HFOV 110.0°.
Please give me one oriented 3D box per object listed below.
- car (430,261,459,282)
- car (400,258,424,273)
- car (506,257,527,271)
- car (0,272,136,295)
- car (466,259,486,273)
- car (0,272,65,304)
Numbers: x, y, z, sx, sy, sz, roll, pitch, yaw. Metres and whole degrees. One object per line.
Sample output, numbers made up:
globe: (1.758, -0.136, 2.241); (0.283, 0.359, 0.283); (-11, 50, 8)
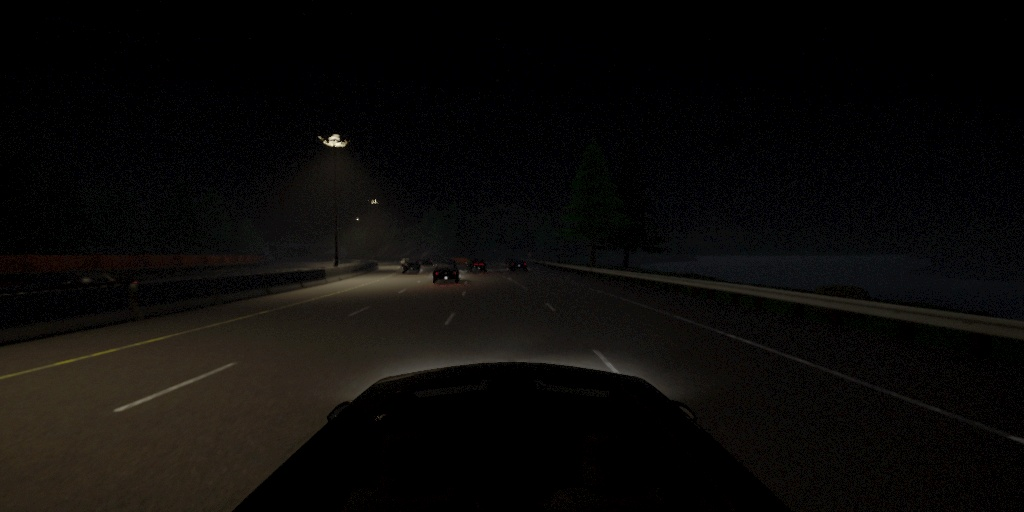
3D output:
car: (-5.090, 1.276, 27.865); (1.895, 1.301, 4.718); (-1, 0, -9)
car: (-11.744, 1.177, 42.107); (2.128, 1.511, 4.902); (-1, 0, -14)
car: (0.679, 1.078, 43.269); (1.994, 1.385, 4.181); (-1, 0, -4)
car: (-21.744, 1.507, 17.767); (2.033, 1.411, 5.357); (-1, 0, -6)
car: (-4.121, 1.094, 40.708); (1.837, 1.490, 4.892); (0, -1, -14)
car: (-25.225, 1.586, 17.413); (1.994, 1.385, 4.181); (-1, 0, -6)
